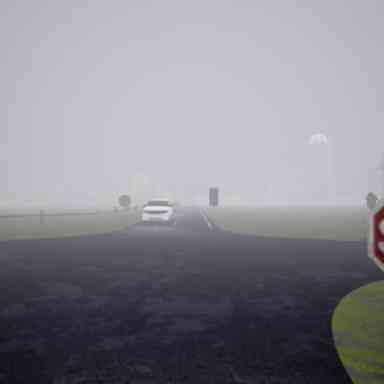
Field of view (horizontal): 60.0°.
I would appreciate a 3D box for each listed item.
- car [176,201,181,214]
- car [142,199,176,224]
[{"bbox_3d":[-2.841,2.112,43.873,1.812,1.442,4.674,0,-1,0],"label":"car"},{"bbox_3d":[-2.851,1.588,28.456,2.150,2.045,5.566,0,-1,0],"label":"car"}]
